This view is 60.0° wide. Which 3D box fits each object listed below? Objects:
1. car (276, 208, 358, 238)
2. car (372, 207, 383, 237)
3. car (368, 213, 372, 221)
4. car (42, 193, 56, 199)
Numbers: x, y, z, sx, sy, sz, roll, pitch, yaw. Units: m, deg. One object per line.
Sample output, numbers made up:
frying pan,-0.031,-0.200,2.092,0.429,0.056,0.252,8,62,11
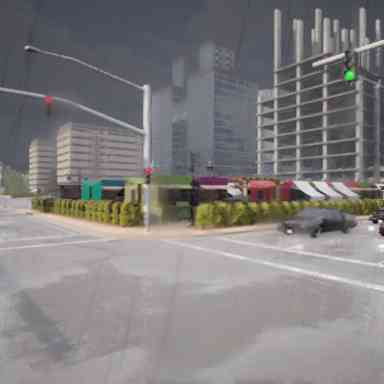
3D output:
car,6.909,1.563,18.010,5.357,1.411,2.033,0,0,-38
car,11.329,1.585,16.983,4.181,1.385,1.994,0,0,-37
car,14.886,1.575,24.113,5.357,1.411,2.033,0,0,-37
car,-28.662,1.154,69.944,3.866,1.878,1.905,0,0,-38
